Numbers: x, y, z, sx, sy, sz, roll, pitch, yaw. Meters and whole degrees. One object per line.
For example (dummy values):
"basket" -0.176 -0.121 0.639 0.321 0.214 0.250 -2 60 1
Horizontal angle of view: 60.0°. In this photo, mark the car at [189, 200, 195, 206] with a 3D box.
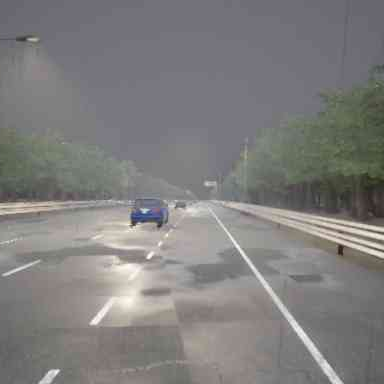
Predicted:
"car" -0.907 3.152 95.227 1.994 1.385 4.181 1 -1 2

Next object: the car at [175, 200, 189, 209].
"car" -2.006 2.301 60.079 1.837 1.490 4.892 1 -1 2

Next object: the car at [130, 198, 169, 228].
"car" -2.991 1.424 24.161 2.150 2.045 5.566 1 -1 1
